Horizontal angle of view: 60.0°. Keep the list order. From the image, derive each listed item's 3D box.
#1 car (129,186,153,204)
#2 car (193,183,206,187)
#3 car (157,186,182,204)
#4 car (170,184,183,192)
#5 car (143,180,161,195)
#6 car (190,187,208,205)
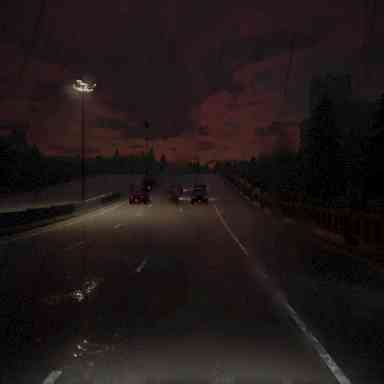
[{"bbox_3d":[-6.095,0.533,38.994,1.812,1.442,4.674,0,5,1],"label":"car"},{"bbox_3d":[1.097,-0.525,48.623,2.128,1.511,4.902,0,7,1],"label":"car"},{"bbox_3d":[-2.592,0.479,39.298,1.837,1.490,4.892,0,5,1],"label":"car"},{"bbox_3d":[-2.381,-0.559,49.610,1.994,1.385,4.181,0,7,1],"label":"car"},{"bbox_3d":[-5.900,-0.801,48.797,2.150,2.045,5.566,0,7,1],"label":"car"},{"bbox_3d":[0.880,0.568,38.444,1.812,1.442,4.674,0,5,1],"label":"car"}]
